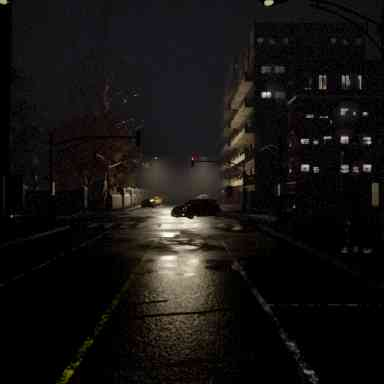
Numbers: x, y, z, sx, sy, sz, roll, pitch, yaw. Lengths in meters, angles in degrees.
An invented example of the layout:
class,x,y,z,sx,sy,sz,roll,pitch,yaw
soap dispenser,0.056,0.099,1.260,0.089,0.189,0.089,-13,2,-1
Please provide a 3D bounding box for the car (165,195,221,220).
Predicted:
class,x,y,z,sx,sy,sz,roll,pitch,yaw
car,0.349,1.369,28.547,4.553,1.767,2.097,0,0,-40

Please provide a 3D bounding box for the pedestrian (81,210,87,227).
class,x,y,z,sx,sy,sz,roll,pitch,yaw
pedestrian,-6.811,1.681,21.174,0.500,1.100,0.500,0,0,-1

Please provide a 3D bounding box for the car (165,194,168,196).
class,x,y,z,sx,sy,sz,roll,pitch,yaw
car,-6.309,1.377,64.404,2.192,1.841,5.009,0,0,-1

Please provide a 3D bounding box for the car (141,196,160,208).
class,x,y,z,sx,sy,sz,roll,pitch,yaw
car,-6.146,1.601,47.513,1.947,1.339,4.313,0,0,-1

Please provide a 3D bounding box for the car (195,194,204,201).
class,x,y,z,sx,sy,sz,roll,pitch,yaw
car,1.853,1.425,87.004,2.192,1.841,5.009,0,0,-1

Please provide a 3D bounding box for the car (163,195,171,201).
class,x,y,z,sx,sy,sz,roll,pitch,yaw
car,-6.528,1.550,86.923,1.967,1.590,4.097,0,0,-1

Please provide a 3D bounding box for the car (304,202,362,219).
class,x,y,z,sx,sy,sz,roll,pitch,yaw
car,13.938,1.908,32.779,4.718,1.301,1.895,1,0,-1

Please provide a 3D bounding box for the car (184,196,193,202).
class,x,y,z,sx,sy,sz,roll,pitch,yaw
car,-0.737,1.624,76.283,2.033,1.411,5.357,0,0,-1

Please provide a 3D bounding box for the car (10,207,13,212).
class,x,y,z,sx,sy,sz,roll,pitch,yaw
car,-18.579,1.256,28.958,5.357,1.411,2.033,1,0,-1

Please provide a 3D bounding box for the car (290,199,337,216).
class,x,y,z,sx,sy,sz,roll,pitch,yaw
car,13.126,1.619,35.377,5.009,1.841,2.192,1,-1,-1

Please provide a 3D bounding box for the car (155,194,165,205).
class,x,y,z,sx,sy,sz,roll,pitch,yaw
car,-6.253,1.577,58.604,1.752,1.417,4.829,0,0,-1

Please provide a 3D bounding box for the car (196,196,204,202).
class,x,y,z,sx,sy,sz,roll,pitch,yaw
car,1.906,1.642,81.374,1.887,1.381,4.507,0,0,-1

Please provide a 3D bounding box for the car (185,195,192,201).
class,x,y,z,sx,sy,sz,roll,pitch,yaw
car,-0.837,1.486,86.701,1.837,1.490,4.892,0,0,-1

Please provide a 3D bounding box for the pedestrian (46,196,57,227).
class,x,y,z,sx,sy,sz,roll,pitch,yaw
pedestrian,-8.441,1.151,19.962,0.375,1.860,0.375,0,0,-1

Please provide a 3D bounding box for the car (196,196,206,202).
class,x,y,z,sx,sy,sz,roll,pitch,yaw
car,1.960,1.635,75.744,2.008,1.369,4.403,0,0,-1

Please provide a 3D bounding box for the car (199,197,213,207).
class,x,y,z,sx,sy,sz,roll,pitch,yaw
car,2.179,1.588,53.224,1.887,1.381,4.507,0,0,-1
